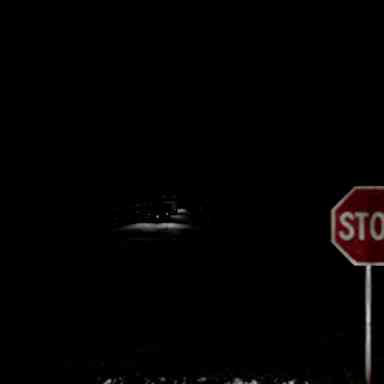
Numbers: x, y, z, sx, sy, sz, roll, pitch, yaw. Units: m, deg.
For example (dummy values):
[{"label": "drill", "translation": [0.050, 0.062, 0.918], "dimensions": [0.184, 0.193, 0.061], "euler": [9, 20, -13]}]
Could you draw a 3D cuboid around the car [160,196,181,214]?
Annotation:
[{"label": "car", "translation": [-2.794, 1.512, 39.200], "dimensions": [2.150, 2.045, 5.566], "euler": [0, -1, 0]}]

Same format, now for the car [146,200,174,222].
[{"label": "car", "translation": [-2.779, 1.725, 28.592], "dimensions": [1.837, 1.490, 4.892], "euler": [0, 0, -1]}]

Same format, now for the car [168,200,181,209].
[{"label": "car", "translation": [-2.773, 1.969, 53.125], "dimensions": [1.895, 1.301, 4.718], "euler": [0, 0, 0]}]

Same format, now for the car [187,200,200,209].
[{"label": "car", "translation": [0.161, 1.923, 51.670], "dimensions": [1.994, 1.385, 4.181], "euler": [0, 0, 0]}]
